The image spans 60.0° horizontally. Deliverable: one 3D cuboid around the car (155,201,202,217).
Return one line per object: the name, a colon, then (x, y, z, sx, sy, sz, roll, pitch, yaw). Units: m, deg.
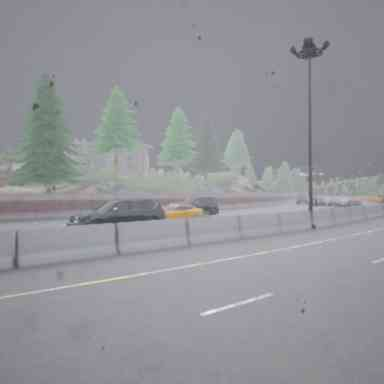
car: (-1.354, 1.763, 35.250, 4.902, 1.511, 2.128, 0, -1, -45)

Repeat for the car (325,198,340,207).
car: (24.436, 1.824, 56.457, 1.812, 1.442, 4.674, 0, 0, 32)

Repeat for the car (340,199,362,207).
car: (23.788, 1.795, 49.005, 2.033, 1.411, 5.357, -1, -1, 35)

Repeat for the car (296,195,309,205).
car: (22.513, 1.614, 67.096, 2.150, 2.045, 5.566, -1, 0, 28)

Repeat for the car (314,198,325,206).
car: (24.610, 1.874, 63.662, 2.128, 1.511, 4.902, 0, 0, 30)

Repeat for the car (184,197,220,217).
car: (0.310, 1.462, 31.974, 5.566, 2.045, 2.150, 0, -1, -44)

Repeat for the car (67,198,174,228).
car: (-4.060, 1.383, 18.721, 5.566, 2.045, 2.150, 0, 0, -39)

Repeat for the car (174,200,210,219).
car: (-1.280, 1.678, 25.728, 5.008, 1.535, 1.882, 0, -1, -42)
